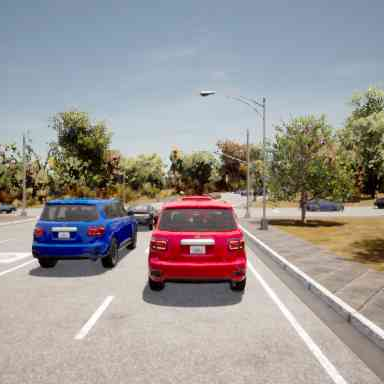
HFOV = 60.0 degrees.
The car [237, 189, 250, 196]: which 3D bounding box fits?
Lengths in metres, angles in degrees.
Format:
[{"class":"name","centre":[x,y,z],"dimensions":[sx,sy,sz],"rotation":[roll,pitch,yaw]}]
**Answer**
[{"class":"car","centre":[14.273,0.262,86.320],"dimensions":[2.128,1.511,4.902],"rotation":[0,3,33]}]

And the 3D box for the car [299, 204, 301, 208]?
[{"class":"car","centre":[16.275,1.562,42.850],"dimensions":[4.892,1.490,1.837],"rotation":[-1,0,3]}]

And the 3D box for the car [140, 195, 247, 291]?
[{"class":"car","centre":[0.131,1.230,9.195],"dimensions":[2.150,2.045,5.566],"rotation":[0,0,0]}]

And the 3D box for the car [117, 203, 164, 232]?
[{"class":"car","centre":[-3.163,1.536,21.327],"dimensions":[2.128,1.511,4.902],"rotation":[0,0,1]}]

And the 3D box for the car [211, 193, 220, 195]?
[{"class":"car","centre":[0.286,1.260,19.562],"dimensions":[2.150,2.045,5.566],"rotation":[0,0,1]}]

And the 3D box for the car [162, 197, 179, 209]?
[{"class":"car","centre":[-3.148,1.614,49.733],"dimensions":[1.882,1.535,5.008],"rotation":[0,0,3]}]

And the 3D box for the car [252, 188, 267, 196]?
[{"class":"car","centre":[17.588,-0.079,85.035],"dimensions":[2.150,2.045,5.566],"rotation":[0,3,33]}]

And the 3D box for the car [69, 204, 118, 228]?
[{"class":"car","centre":[-6.750,1.614,23.207],"dimensions":[1.994,1.385,4.181],"rotation":[0,0,3]}]

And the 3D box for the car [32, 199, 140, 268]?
[{"class":"car","centre":[-3.350,1.235,11.475],"dimensions":[2.150,2.045,5.566],"rotation":[0,0,1]}]

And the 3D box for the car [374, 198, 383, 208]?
[{"class":"car","centre":[26.241,1.060,42.249],"dimensions":[5.566,2.045,2.150],"rotation":[-2,0,3]}]

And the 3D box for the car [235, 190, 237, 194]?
[{"class":"car","centre":[12.917,0.064,90.786],"dimensions":[1.812,1.442,4.674],"rotation":[0,3,33]}]

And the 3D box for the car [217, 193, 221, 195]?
[{"class":"car","centre":[5.383,0.982,77.277],"dimensions":[1.812,1.442,4.674],"rotation":[0,3,26]}]

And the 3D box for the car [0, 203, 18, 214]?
[{"class":"car","centre":[-22.982,1.815,38.022],"dimensions":[5.357,1.411,2.033],"rotation":[-2,0,3]}]

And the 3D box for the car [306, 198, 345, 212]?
[{"class":"car","centre":[15.745,1.614,39.374],"dimensions":[4.181,1.385,1.994],"rotation":[-1,0,4]}]

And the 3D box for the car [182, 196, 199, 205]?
[{"class":"car","centre":[-0.173,1.582,63.345],"dimensions":[1.994,1.385,4.181],"rotation":[0,1,19]}]
